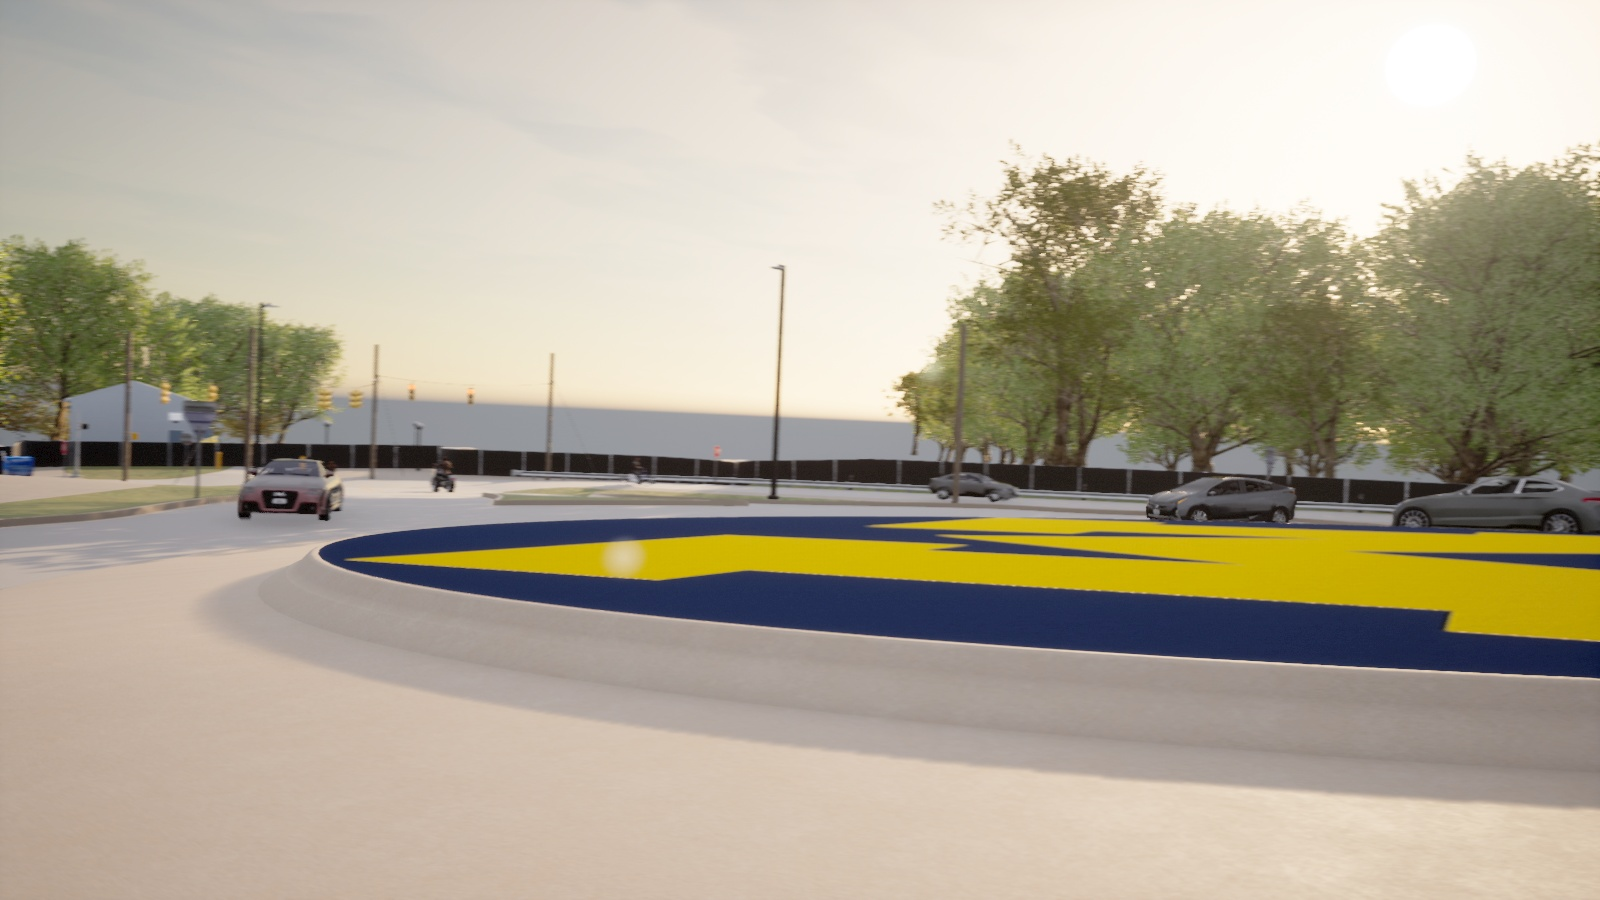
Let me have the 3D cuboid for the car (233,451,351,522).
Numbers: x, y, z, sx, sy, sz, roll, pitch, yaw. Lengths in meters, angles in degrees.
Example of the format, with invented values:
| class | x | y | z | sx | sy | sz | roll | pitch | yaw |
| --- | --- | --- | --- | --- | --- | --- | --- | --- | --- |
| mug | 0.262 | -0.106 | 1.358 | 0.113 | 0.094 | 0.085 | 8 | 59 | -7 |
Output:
| class | x | y | z | sx | sy | sz | roll | pitch | yaw |
| --- | --- | --- | --- | --- | --- | --- | --- | --- | --- |
| car | -12.341 | 0.837 | 30.758 | 1.994 | 1.385 | 4.181 | 3 | 2 | -13 |

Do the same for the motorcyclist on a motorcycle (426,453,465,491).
| class | x | y | z | sx | sy | sz | roll | pitch | yaw |
| --- | --- | --- | --- | --- | --- | --- | --- | --- | --- |
| motorcyclist on a motorcycle | -15.766 | 0.982 | 55.801 | 0.766 | 1.649 | 2.350 | 3 | -2 | -39 |

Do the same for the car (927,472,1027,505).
| class | x | y | z | sx | sy | sz | roll | pitch | yaw |
| --- | --- | --- | --- | --- | --- | --- | --- | --- | --- |
| car | 9.554 | 2.050 | 67.799 | 4.902 | 1.511 | 2.128 | 2 | 1 | 28 |

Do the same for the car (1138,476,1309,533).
| class | x | y | z | sx | sy | sz | roll | pitch | yaw |
| --- | --- | --- | --- | --- | --- | --- | --- | --- | --- |
| car | 12.714 | 1.623 | 37.778 | 4.514 | 1.525 | 2.007 | 1 | 1 | -17 |

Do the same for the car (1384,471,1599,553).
| class | x | y | z | sx | sy | sz | roll | pitch | yaw |
| --- | --- | --- | --- | --- | --- | --- | --- | --- | --- |
| car | 17.037 | 1.467 | 30.086 | 2.152 | 1.651 | 5.027 | 9 | -6 | -39 |
